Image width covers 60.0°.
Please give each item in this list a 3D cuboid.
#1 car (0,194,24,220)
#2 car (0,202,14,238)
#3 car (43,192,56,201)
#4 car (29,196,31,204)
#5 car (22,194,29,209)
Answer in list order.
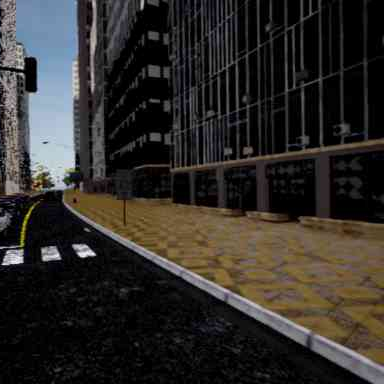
[{"bbox_3d":[-13.809,1.189,24.309,2.128,1.511,4.902,-1,1,-25],"label":"car"},{"bbox_3d":[-9.805,1.410,15.865,1.895,1.301,4.718,-1,1,-26],"label":"car"},{"bbox_3d":[-23.779,0.692,55.657,1.837,1.490,4.892,-1,1,-21],"label":"car"},{"bbox_3d":[-22.211,0.967,43.614,2.033,1.411,5.357,-1,1,-22],"label":"car"},{"bbox_3d":[-18.090,1.112,33.823,2.033,1.411,5.357,-1,1,-23],"label":"car"}]
